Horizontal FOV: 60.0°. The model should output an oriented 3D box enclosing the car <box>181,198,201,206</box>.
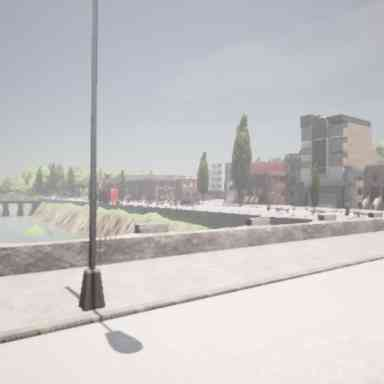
[{"bbox_3d":[-0.224,1.886,62.378,1.837,1.490,4.892,1,-1,-35],"label":"car"}]
